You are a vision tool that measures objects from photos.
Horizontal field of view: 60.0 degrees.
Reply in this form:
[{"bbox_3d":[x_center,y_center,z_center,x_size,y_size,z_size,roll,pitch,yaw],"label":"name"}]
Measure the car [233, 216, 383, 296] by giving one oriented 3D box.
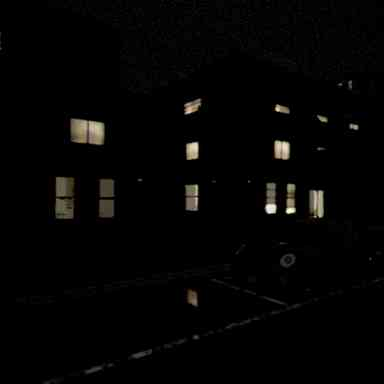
[{"bbox_3d":[2.982,1.442,8.631,4.097,1.590,1.967,0,1,-36],"label":"car"}]
